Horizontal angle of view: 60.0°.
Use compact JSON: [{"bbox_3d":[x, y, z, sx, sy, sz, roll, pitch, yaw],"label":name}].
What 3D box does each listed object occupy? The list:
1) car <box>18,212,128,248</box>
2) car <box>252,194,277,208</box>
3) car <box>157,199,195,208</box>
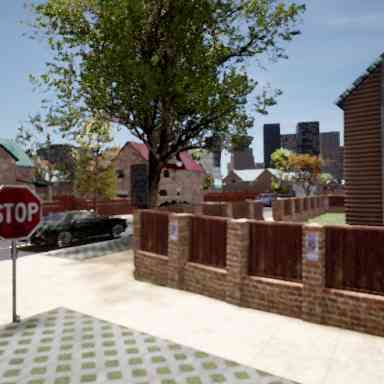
[{"bbox_3d":[-4.926,1.482,14.258,1.895,1.301,4.718,-1,0,31],"label":"car"},{"bbox_3d":[9.418,1.052,43.094,2.097,1.767,4.553,-1,0,32],"label":"car"},{"bbox_3d":[-1.406,1.353,25.314,1.837,1.490,4.892,-1,0,31],"label":"car"}]
